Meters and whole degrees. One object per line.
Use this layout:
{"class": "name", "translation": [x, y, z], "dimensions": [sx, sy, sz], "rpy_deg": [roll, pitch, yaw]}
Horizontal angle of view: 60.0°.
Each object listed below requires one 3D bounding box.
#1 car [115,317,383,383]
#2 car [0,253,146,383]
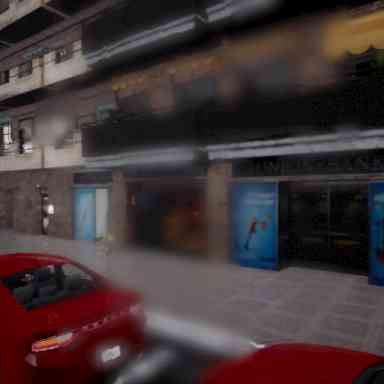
{"class": "car", "translation": [1.930, 1.542, 1.497], "dimensions": [4.507, 1.381, 1.887], "rpy_deg": [0, 0, 36]}
{"class": "car", "translation": [-2.654, 1.563, 4.767], "dimensions": [4.507, 1.381, 1.887], "rpy_deg": [0, 0, 36]}
